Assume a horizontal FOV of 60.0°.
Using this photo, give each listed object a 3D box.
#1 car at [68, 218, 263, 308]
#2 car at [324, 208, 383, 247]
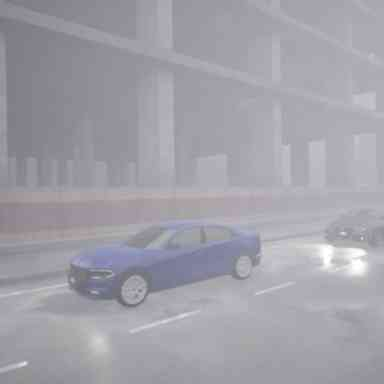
[{"bbox_3d":[-0.402,1.461,8.162,5.008,1.535,1.882,-1,0,-38],"label":"car"},{"bbox_3d":[7.500,1.411,14.291,4.181,1.385,1.994,-1,0,-38],"label":"car"}]
